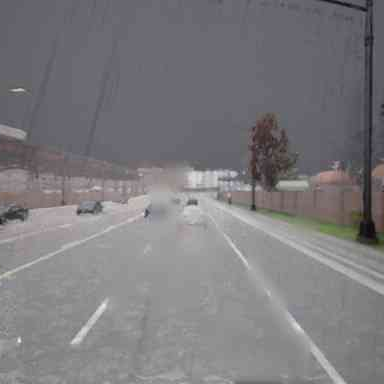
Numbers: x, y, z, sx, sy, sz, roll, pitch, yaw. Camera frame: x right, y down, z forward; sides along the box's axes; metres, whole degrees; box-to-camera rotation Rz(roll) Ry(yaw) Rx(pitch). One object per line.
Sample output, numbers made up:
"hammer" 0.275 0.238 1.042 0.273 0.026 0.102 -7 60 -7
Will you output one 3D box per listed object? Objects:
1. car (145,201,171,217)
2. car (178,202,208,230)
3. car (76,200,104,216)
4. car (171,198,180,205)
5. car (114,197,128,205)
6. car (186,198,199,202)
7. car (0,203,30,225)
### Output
"car" -3.402 1.693 32.554 1.994 1.385 4.181 0 0 0
"car" 0.100 1.614 21.965 1.812 1.442 4.674 0 0 0
"car" -10.563 1.644 34.730 1.837 1.490 4.892 0 -1 0
"car" -3.361 1.813 66.524 2.033 1.411 5.357 0 0 0
"car" -14.001 1.706 65.840 2.097 1.767 4.553 0 0 0
"car" 0.098 1.732 56.097 1.837 1.490 4.892 0 0 0
"car" -14.085 1.589 24.979 2.128 1.511 4.902 0 0 0
